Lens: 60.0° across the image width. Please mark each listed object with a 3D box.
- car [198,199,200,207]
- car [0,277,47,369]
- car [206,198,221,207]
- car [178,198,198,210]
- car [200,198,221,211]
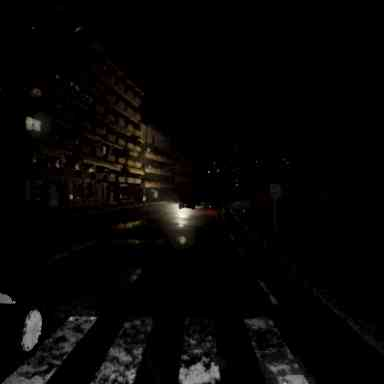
[{"bbox_3d":[0.383,1.621,54.103,1.812,1.442,4.674,0,0,8],"label":"car"},{"bbox_3d":[-3.094,1.502,3.071,1.837,1.490,4.892,0,0,1],"label":"car"},{"bbox_3d":[3.461,1.658,52.603,1.994,1.385,4.181,0,0,8],"label":"car"},{"bbox_3d":[-0.636,1.624,44.332,1.994,1.385,4.181,0,0,5],"label":"car"},{"bbox_3d":[2.437,1.564,42.688,1.837,1.490,4.892,0,0,6],"label":"car"}]
